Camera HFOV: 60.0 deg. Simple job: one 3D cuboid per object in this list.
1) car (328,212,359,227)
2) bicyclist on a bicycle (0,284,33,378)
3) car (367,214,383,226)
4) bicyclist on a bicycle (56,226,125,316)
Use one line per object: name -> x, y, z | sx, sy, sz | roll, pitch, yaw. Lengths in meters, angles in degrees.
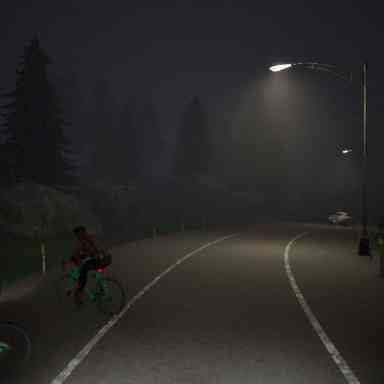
car -> 16.456, 2.959, 36.070 | 4.674, 1.442, 1.812 | 5, -3, -43
bicyclist on a bicycle -> -2.772, 1.461, 3.913 | 1.656, 1.620, 0.582 | -2, 0, -11
car -> 24.224, 3.563, 42.278 | 4.902, 1.511, 2.128 | 5, -2, -33
bicyclist on a bicycle -> -1.956, 1.473, 6.247 | 1.656, 1.620, 0.582 | -3, -1, 24
